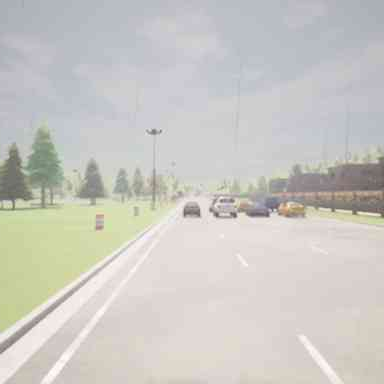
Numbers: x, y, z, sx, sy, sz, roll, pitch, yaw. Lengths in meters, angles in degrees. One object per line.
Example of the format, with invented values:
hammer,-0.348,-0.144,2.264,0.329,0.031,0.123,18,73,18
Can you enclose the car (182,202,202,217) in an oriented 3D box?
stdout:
car,-0.021,1.852,35.161,2.128,1.511,4.902,0,-1,0

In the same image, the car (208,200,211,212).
car,3.473,1.688,45.617,2.150,2.045,5.566,0,-1,0

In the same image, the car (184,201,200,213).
car,-0.027,2.014,45.580,2.033,1.411,5.357,0,-1,0

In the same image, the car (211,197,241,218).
car,3.479,1.582,35.196,2.150,2.045,5.566,0,-1,0

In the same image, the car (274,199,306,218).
car,10.479,1.838,35.168,1.882,1.535,5.008,0,-1,0

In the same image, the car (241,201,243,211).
car,6.973,1.944,45.585,1.882,1.535,5.008,0,-1,0

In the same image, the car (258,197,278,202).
car,10.473,1.688,45.620,2.150,2.045,5.566,0,-1,0

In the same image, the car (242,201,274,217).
car,6.979,1.928,35.581,1.994,1.385,4.181,0,-1,0
